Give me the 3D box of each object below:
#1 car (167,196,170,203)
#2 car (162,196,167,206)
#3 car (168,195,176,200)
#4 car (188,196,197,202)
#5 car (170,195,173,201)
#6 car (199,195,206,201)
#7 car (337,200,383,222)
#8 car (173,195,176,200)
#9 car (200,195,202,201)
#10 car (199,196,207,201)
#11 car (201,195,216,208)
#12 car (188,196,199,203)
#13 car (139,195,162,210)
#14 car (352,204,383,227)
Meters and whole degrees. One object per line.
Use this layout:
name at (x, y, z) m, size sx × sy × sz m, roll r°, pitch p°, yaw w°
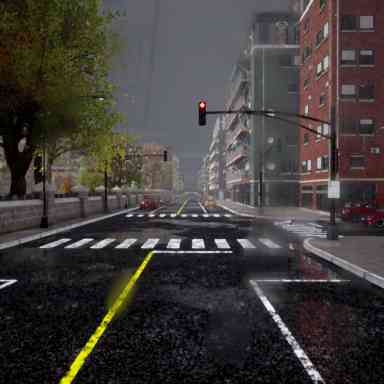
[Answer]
car at (-5.635, 1.566, 60.524) m, size 1.887 × 1.381 × 4.507 m, roll 0°, pitch 0°, yaw 0°
car at (-5.640, 1.457, 54.989) m, size 1.967 × 1.590 × 4.097 m, roll 0°, pitch 0°, yaw 0°
car at (-5.604, 1.580, 93.565) m, size 1.752 × 1.417 × 4.829 m, roll 0°, pitch 0°, yaw 0°
car at (0.078, 1.591, 79.635) m, size 1.994 × 1.385 × 4.181 m, roll 0°, pitch 0°, yaw 0°
car at (-5.624, 1.613, 71.594) m, size 1.802 × 1.307 × 4.206 m, roll 0°, pitch 0°, yaw 0°
car at (2.772, 1.593, 88.193) m, size 1.887 × 1.381 × 4.507 m, roll 0°, pitch 0°, yaw 0°
car at (14.643, 1.591, 27.327) m, size 5.009 × 1.841 × 2.192 m, roll 1°, pitch -1°, yaw 0°
car at (-5.613, 1.624, 82.665) m, size 1.802 × 1.307 × 4.206 m, roll 0°, pitch 0°, yaw 0°
car at (2.741, 1.562, 54.981) m, size 1.887 × 1.381 × 4.507 m, roll 0°, pitch 0°, yaw 0°
car at (2.767, 1.587, 82.658) m, size 1.887 × 1.381 × 4.507 m, roll 0°, pitch 0°, yaw 0°
car at (2.736, 1.539, 49.616) m, size 1.752 × 1.417 × 4.829 m, roll 0°, pitch 0°, yaw 0°
car at (0.070, 1.577, 69.224) m, size 2.033 × 1.411 × 5.357 m, roll 0°, pitch 0°, yaw 0°
car at (-5.651, 1.324, 43.918) m, size 2.192 × 1.841 × 5.009 m, roll 0°, pitch 0°, yaw 0°
car at (14.688, 1.851, 24.722) m, size 4.181 × 1.385 × 1.994 m, roll 1°, pitch 0°, yaw 0°
